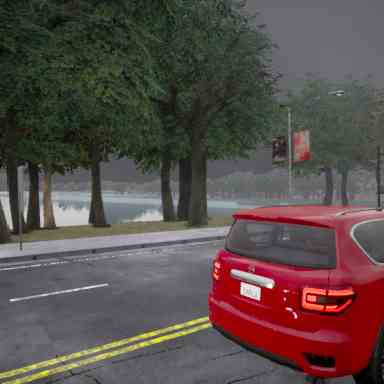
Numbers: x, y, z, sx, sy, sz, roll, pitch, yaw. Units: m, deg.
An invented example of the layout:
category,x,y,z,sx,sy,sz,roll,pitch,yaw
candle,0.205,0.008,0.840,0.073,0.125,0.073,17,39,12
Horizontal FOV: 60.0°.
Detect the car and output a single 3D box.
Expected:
category,x,y,z,sx,sy,sz,roll,pitch,yaw
car,2.801,1.220,5.399,5.566,2.045,2.150,0,0,-37
